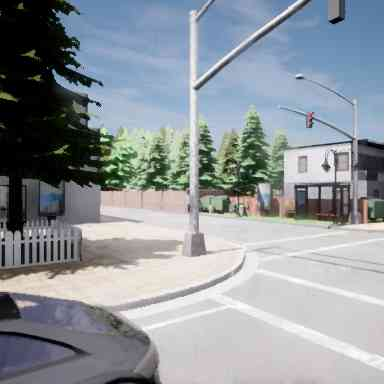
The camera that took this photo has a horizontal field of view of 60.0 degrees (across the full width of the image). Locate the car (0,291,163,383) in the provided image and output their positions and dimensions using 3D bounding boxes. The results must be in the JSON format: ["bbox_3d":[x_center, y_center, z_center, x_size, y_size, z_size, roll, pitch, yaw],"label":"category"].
[{"bbox_3d":[-2.265,1.564,2.401,4.181,1.385,1.994,0,0,-36],"label":"car"}]
